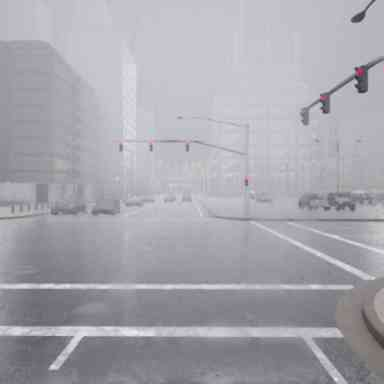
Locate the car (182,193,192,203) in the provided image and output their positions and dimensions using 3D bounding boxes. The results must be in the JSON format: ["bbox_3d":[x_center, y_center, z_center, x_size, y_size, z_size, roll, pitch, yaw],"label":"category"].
[{"bbox_3d":[-1.050,1.403,66.197,1.895,1.301,4.718,0,0,0],"label":"car"}]

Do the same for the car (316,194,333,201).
[{"bbox_3d":[27.362,1.159,68.815,1.784,1.438,3.905,0,0,0],"label":"car"}]

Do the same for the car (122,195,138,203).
[{"bbox_3d":[-11.571,1.302,62.735,2.128,1.511,4.902,0,0,0],"label":"car"}]

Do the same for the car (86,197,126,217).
[{"bbox_3d":[-7.852,1.455,30.975,2.033,1.411,5.357,0,0,-2],"label":"car"}]

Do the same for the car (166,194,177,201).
[{"bbox_3d":[-4.600,1.128,74.934,2.128,1.511,4.902,0,0,0],"label":"car"}]

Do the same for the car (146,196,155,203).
[{"bbox_3d":[-8.070,1.378,62.252,1.994,1.385,4.181,0,0,0],"label":"car"}]

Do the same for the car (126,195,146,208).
[{"bbox_3d":[-8.023,1.386,46.659,1.812,1.442,4.674,0,0,0],"label":"car"}]

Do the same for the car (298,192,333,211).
[{"bbox_3d":[13.170,1.045,36.270,1.932,1.855,4.605,0,0,0],"label":"car"}]

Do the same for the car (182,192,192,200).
[{"bbox_3d":[-1.100,0.958,74.924,2.097,1.767,4.553,0,0,0],"label":"car"}]

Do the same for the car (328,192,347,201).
[{"bbox_3d":[30.046,0.948,68.871,1.932,1.855,4.605,0,0,0],"label":"car"}]

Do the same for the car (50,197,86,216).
[{"bbox_3d":[-11.440,1.259,31.135,2.097,1.767,4.553,0,0,0],"label":"car"}]

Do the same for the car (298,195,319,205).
[{"bbox_3d":[18.732,1.235,53.696,1.970,1.475,3.806,0,0,0],"label":"car"}]

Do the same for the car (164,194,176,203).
[{"bbox_3d":[-4.549,1.367,66.097,1.994,1.385,4.181,0,0,0],"label":"car"}]

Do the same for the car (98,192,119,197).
[{"bbox_3d":[-11.523,1.083,46.011,2.150,2.045,5.566,0,0,0],"label":"car"}]

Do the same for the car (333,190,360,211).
[{"bbox_3d":[16.065,1.048,36.222,1.905,1.878,3.866,0,0,0],"label":"car"}]
